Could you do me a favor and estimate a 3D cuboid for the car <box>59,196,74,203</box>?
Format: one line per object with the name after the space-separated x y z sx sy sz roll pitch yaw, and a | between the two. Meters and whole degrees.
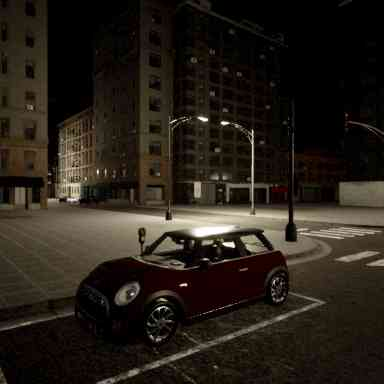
-22.162 1.273 59.253 1.895 1.301 4.718 0 0 -39 | car

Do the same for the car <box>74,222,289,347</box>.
-0.043 1.440 6.273 4.097 1.590 1.967 0 0 -38 | car

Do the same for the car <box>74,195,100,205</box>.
-15.839 1.219 51.154 2.128 1.511 4.902 0 0 -38 | car
